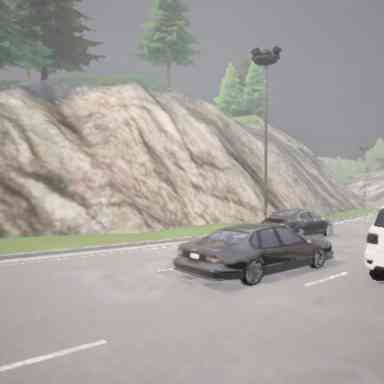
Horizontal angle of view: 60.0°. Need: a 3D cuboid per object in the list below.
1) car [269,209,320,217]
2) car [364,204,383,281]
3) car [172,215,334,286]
[{"bbox_3d":[5.613,1.641,17.449,4.892,1.490,1.837,1,0,-42],"label":"car"},{"bbox_3d":[6.771,1.310,9.099,5.566,2.045,2.150,1,0,-40],"label":"car"},{"bbox_3d":[1.994,1.618,9.653,5.357,1.411,2.033,1,0,-39],"label":"car"}]
